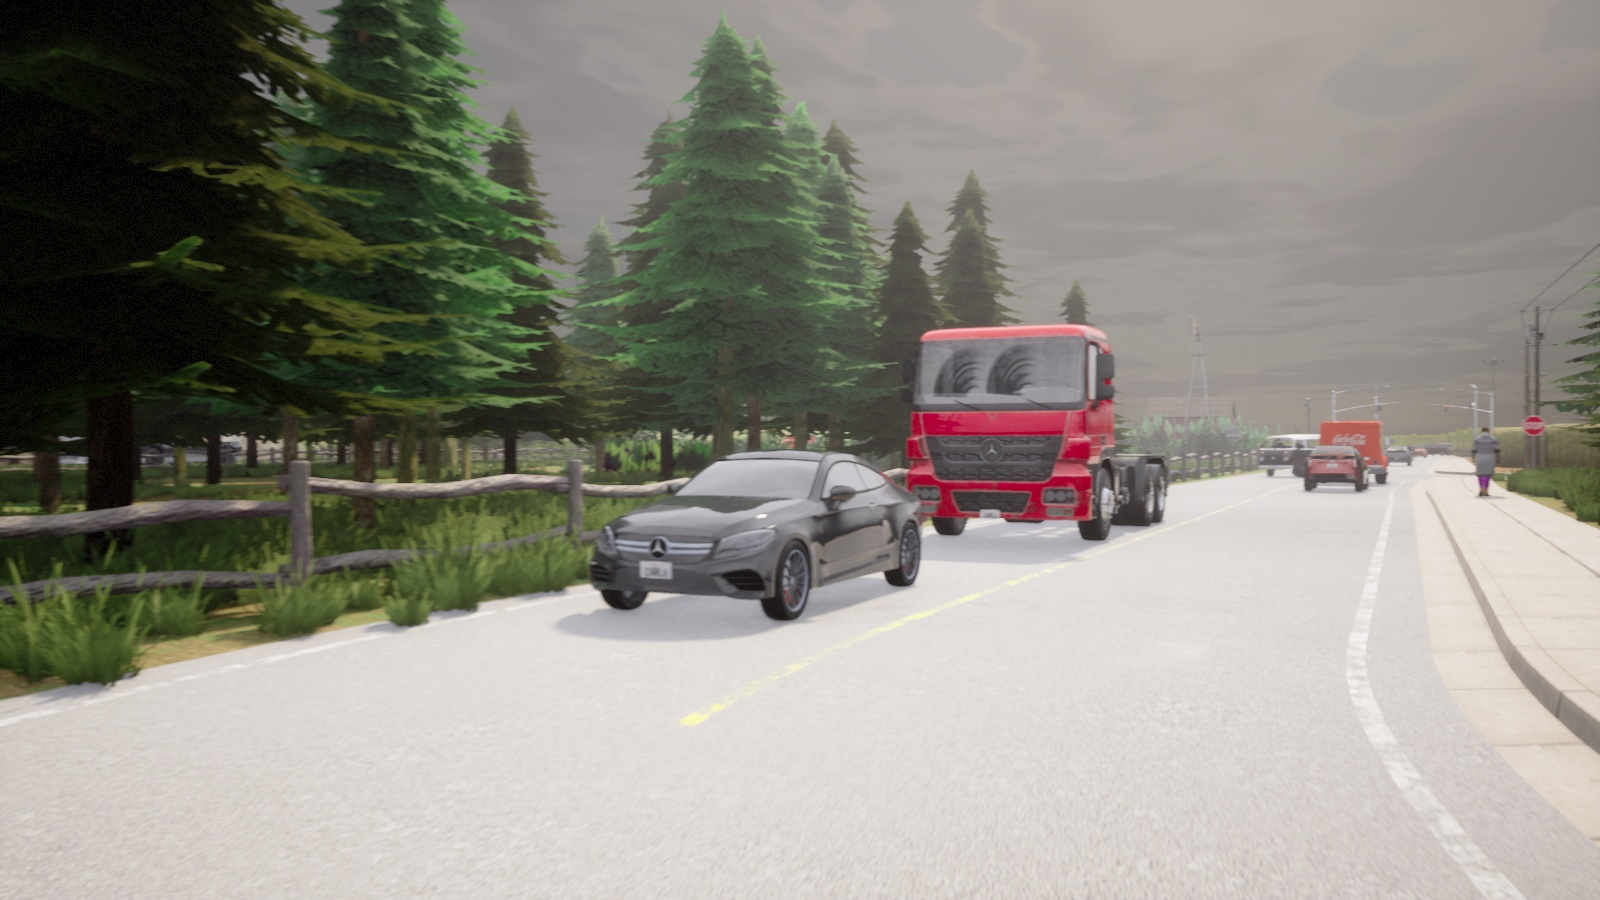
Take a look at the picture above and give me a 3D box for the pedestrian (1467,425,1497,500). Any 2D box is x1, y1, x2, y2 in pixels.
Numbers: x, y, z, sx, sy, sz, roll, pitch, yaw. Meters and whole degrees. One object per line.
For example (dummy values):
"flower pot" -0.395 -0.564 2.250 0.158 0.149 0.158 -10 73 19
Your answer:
"pedestrian" 18.140 0.319 33.420 0.659 1.952 0.873 0 0 26

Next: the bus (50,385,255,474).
"bus" -33.280 -0.992 65.323 3.944 4.253 10.273 0 0 11

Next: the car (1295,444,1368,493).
"car" 17.907 0.578 42.198 2.007 1.525 4.514 0 0 26

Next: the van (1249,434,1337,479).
"van" 23.459 0.306 59.721 4.480 2.038 2.069 0 0 -41

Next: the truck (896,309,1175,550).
"truck" 4.502 -0.311 22.254 2.891 3.462 7.936 0 0 26

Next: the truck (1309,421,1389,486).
"truck" 22.152 0.127 50.549 2.627 2.467 5.204 0 0 27

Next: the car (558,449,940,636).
"car" -0.235 0.720 12.312 1.812 1.442 4.674 0 0 25
